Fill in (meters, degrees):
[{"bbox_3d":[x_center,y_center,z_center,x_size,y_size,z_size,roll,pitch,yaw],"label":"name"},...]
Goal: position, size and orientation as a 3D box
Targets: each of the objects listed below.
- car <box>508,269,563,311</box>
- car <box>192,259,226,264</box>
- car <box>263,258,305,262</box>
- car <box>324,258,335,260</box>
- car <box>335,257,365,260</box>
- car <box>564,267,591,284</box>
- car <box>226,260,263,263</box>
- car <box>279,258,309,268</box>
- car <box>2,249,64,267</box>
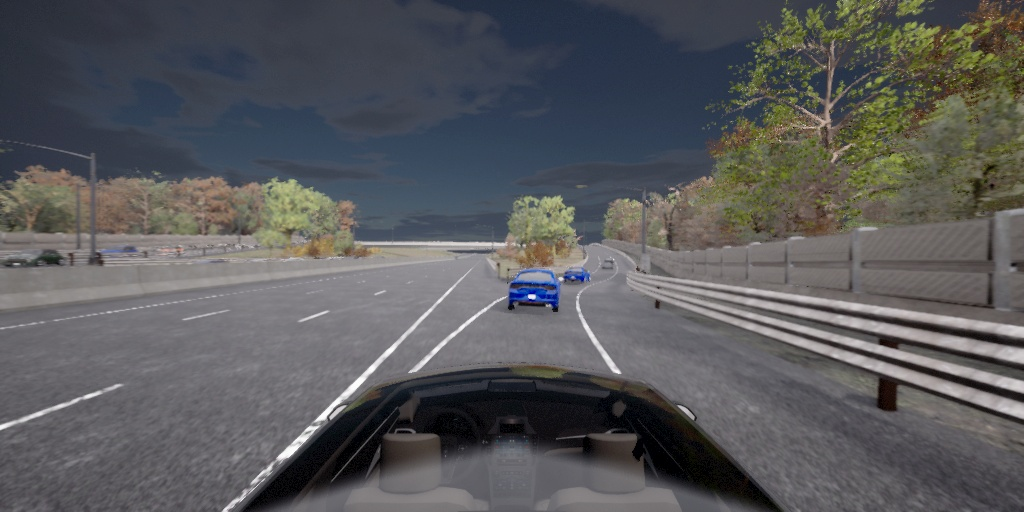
[{"bbox_3d":[1.070,1.287,14.960,1.882,1.535,5.008,2,0,9],"label":"car"},{"bbox_3d":[-31.203,1.015,37.106,2.033,1.411,5.357,1,0,-4],"label":"car"},{"bbox_3d":[-24.311,1.130,38.843,1.895,1.301,4.718,1,0,-4],"label":"car"},{"bbox_3d":[-29.098,1.060,56.328,1.994,1.385,4.181,1,0,-4],"label":"car"},{"bbox_3d":[-25.630,0.879,56.876,2.097,1.767,4.553,1,0,-4],"label":"car"},{"bbox_3d":[6.313,1.822,34.367,1.882,1.535,5.008,1,-1,21],"label":"car"},{"bbox_3d":[-27.798,1.099,38.581,1.895,1.301,4.718,1,0,-4],"label":"car"},{"bbox_3d":[-32.397,0.991,53.350,1.812,1.442,4.674,1,0,-4],"label":"car"},{"bbox_3d":[-44.702,0.109,33.584,2.097,1.767,4.553,0,1,-28],"label":"car"}]
